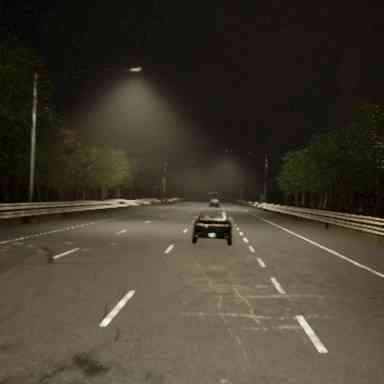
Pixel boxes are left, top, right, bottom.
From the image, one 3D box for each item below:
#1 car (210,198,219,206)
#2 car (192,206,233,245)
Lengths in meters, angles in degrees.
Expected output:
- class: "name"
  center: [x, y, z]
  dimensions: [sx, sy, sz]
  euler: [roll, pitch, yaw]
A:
- class: "car"
  center: [4.750, 2.558, 70.216]
  dimensions: [1.994, 1.385, 4.181]
  euler: [2, -1, 4]
- class: "car"
  center: [1.067, 1.716, 17.121]
  dimensions: [2.128, 1.511, 4.902]
  euler: [2, -1, 4]
